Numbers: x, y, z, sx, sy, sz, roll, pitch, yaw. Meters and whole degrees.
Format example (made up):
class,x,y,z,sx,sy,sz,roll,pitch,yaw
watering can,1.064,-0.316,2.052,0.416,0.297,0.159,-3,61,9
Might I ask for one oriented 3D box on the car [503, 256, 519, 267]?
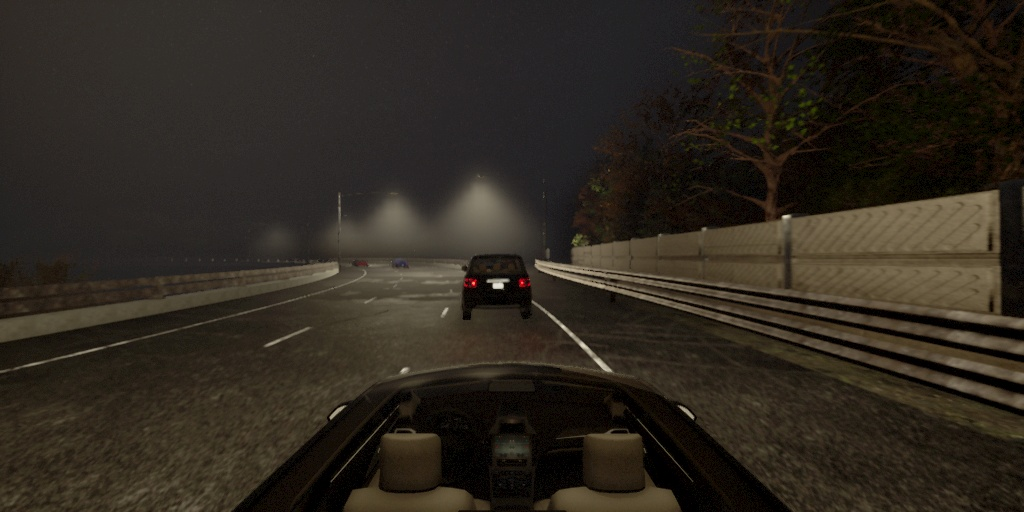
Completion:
class,x,y,z,sx,sy,sz,roll,pitch,yaw
car,-0.140,0.862,60.156,2.097,1.767,4.553,0,0,8

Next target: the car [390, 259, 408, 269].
class,x,y,z,sx,sy,sz,roll,pitch,yaw
car,-16.536,1.130,52.831,1.812,1.442,4.674,0,0,-28

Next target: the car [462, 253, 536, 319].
class,x,y,z,sx,sy,sz,roll,pitch,yaw
car,-0.618,0.928,12.842,2.150,2.045,5.566,0,0,-5
